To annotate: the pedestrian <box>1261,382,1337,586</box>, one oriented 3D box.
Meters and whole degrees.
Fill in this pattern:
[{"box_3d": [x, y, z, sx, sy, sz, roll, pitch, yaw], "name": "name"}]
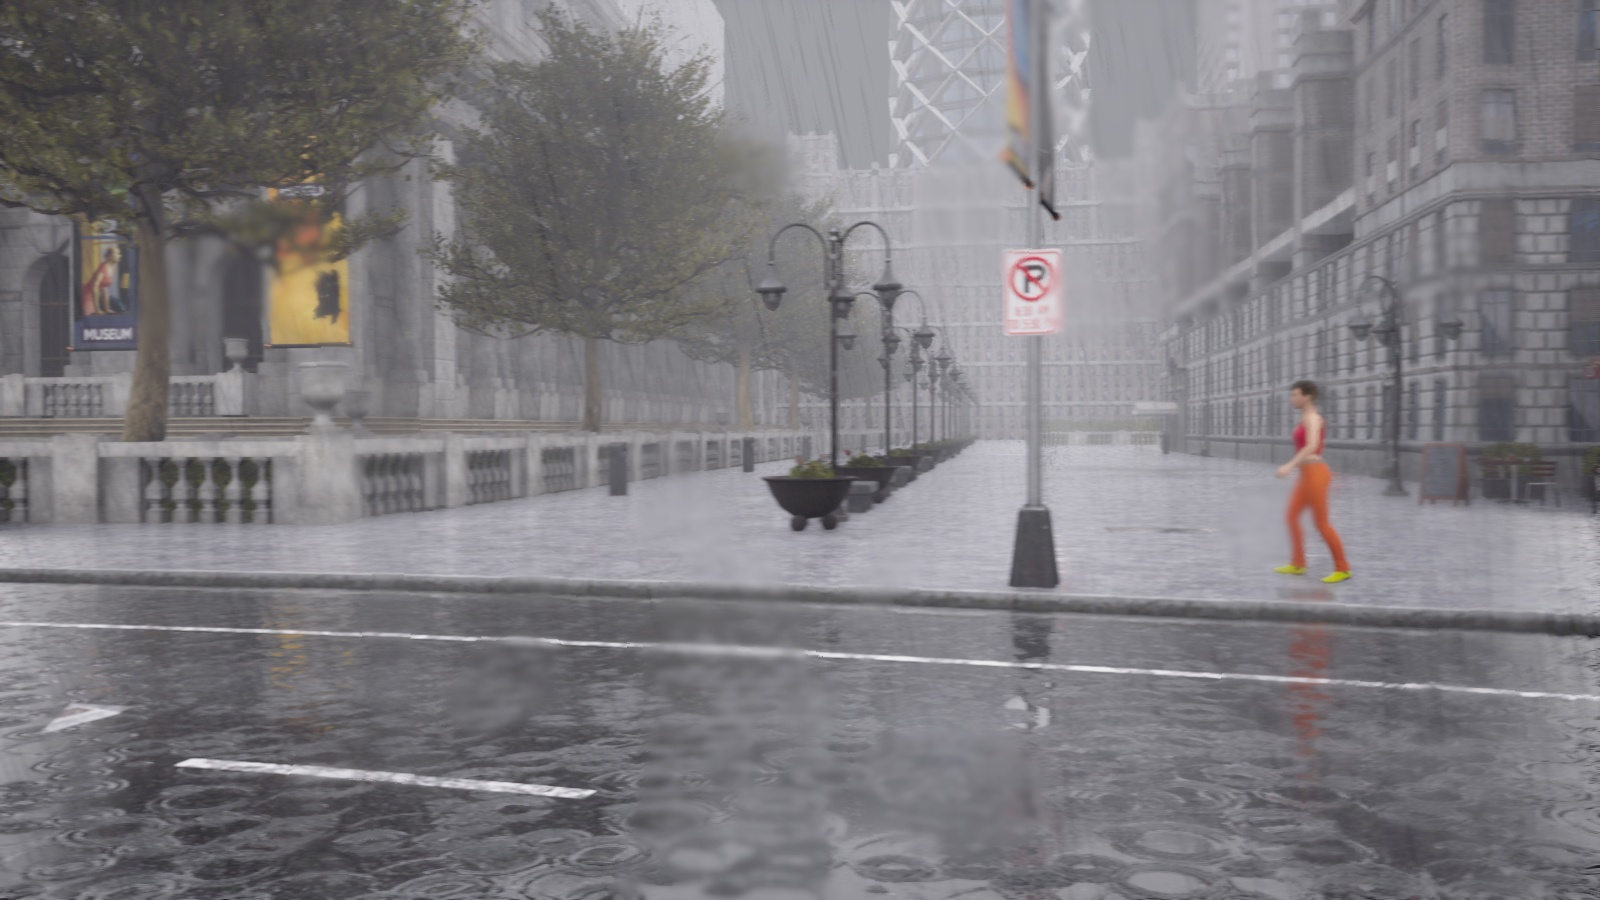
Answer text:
[{"box_3d": [4.571, 0.303, 11.524, 0.594, 1.836, 0.345, 0, 1, 16], "name": "pedestrian"}]
